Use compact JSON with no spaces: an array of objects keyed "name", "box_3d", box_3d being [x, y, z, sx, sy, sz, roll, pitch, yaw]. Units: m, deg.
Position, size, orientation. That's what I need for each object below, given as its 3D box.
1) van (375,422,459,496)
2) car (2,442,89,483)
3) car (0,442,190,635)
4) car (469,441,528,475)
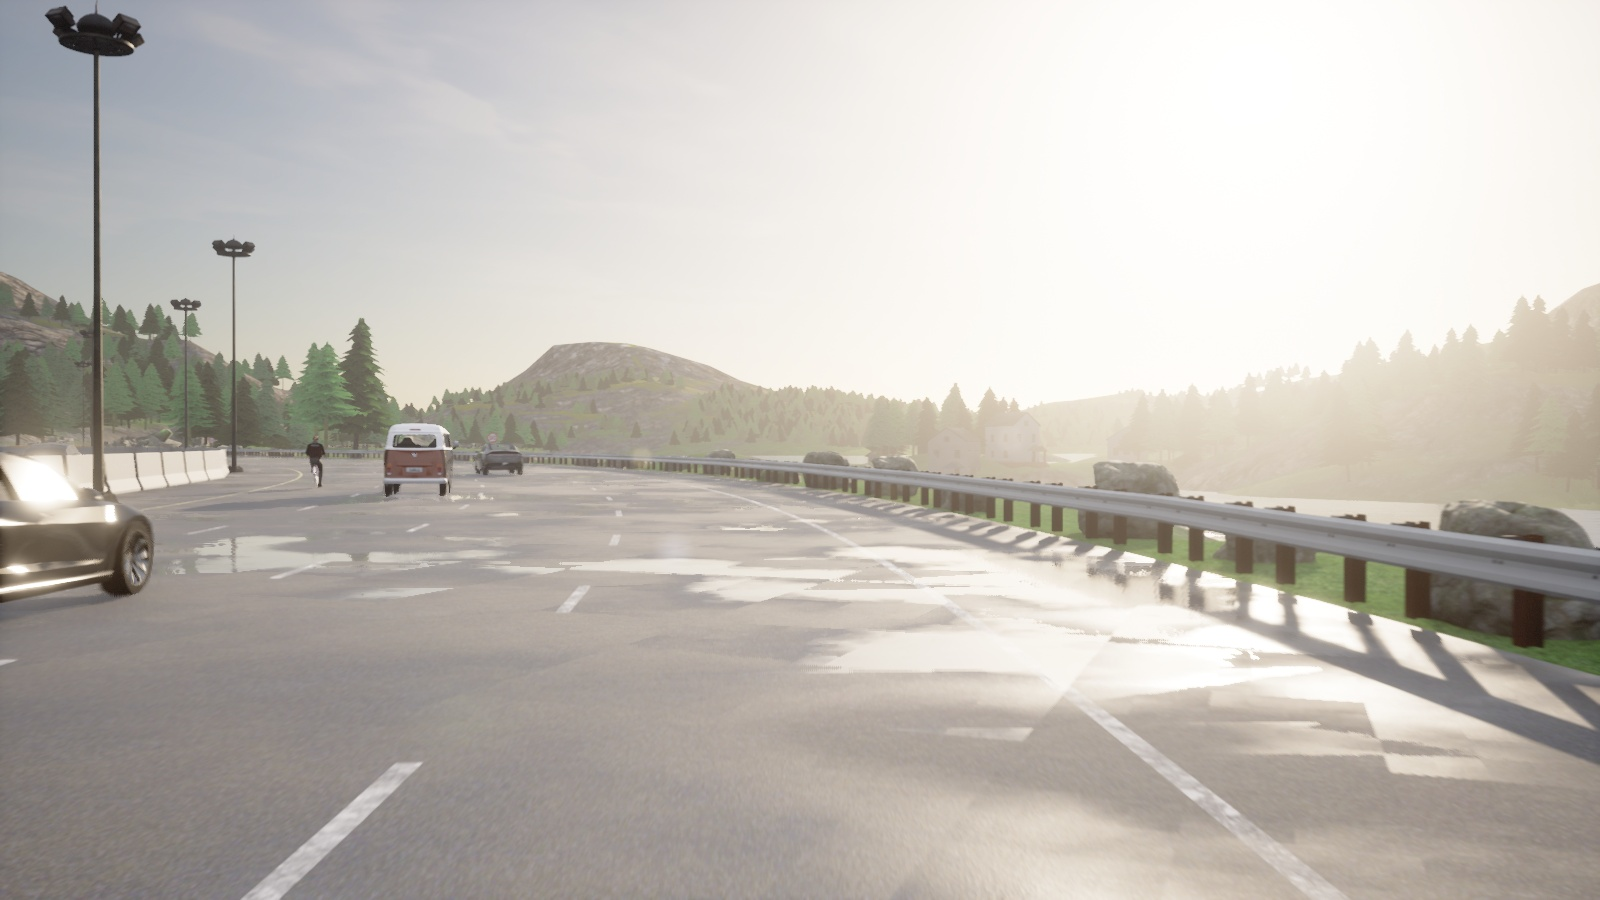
[{"name":"van","box_3d":[-11.226,0.252,37.099,2.069,2.038,4.480,0,0,-13]},{"name":"car","box_3d":[-28.837,0.458,48.130,1.837,1.490,4.892,0,0,-18]},{"name":"car","box_3d":[-7.349,0.680,10.767,2.163,1.488,4.792,0,0,-4]},{"name":"car","box_3d":[-14.404,0.355,59.809,2.128,1.511,4.902,0,0,-20]}]
